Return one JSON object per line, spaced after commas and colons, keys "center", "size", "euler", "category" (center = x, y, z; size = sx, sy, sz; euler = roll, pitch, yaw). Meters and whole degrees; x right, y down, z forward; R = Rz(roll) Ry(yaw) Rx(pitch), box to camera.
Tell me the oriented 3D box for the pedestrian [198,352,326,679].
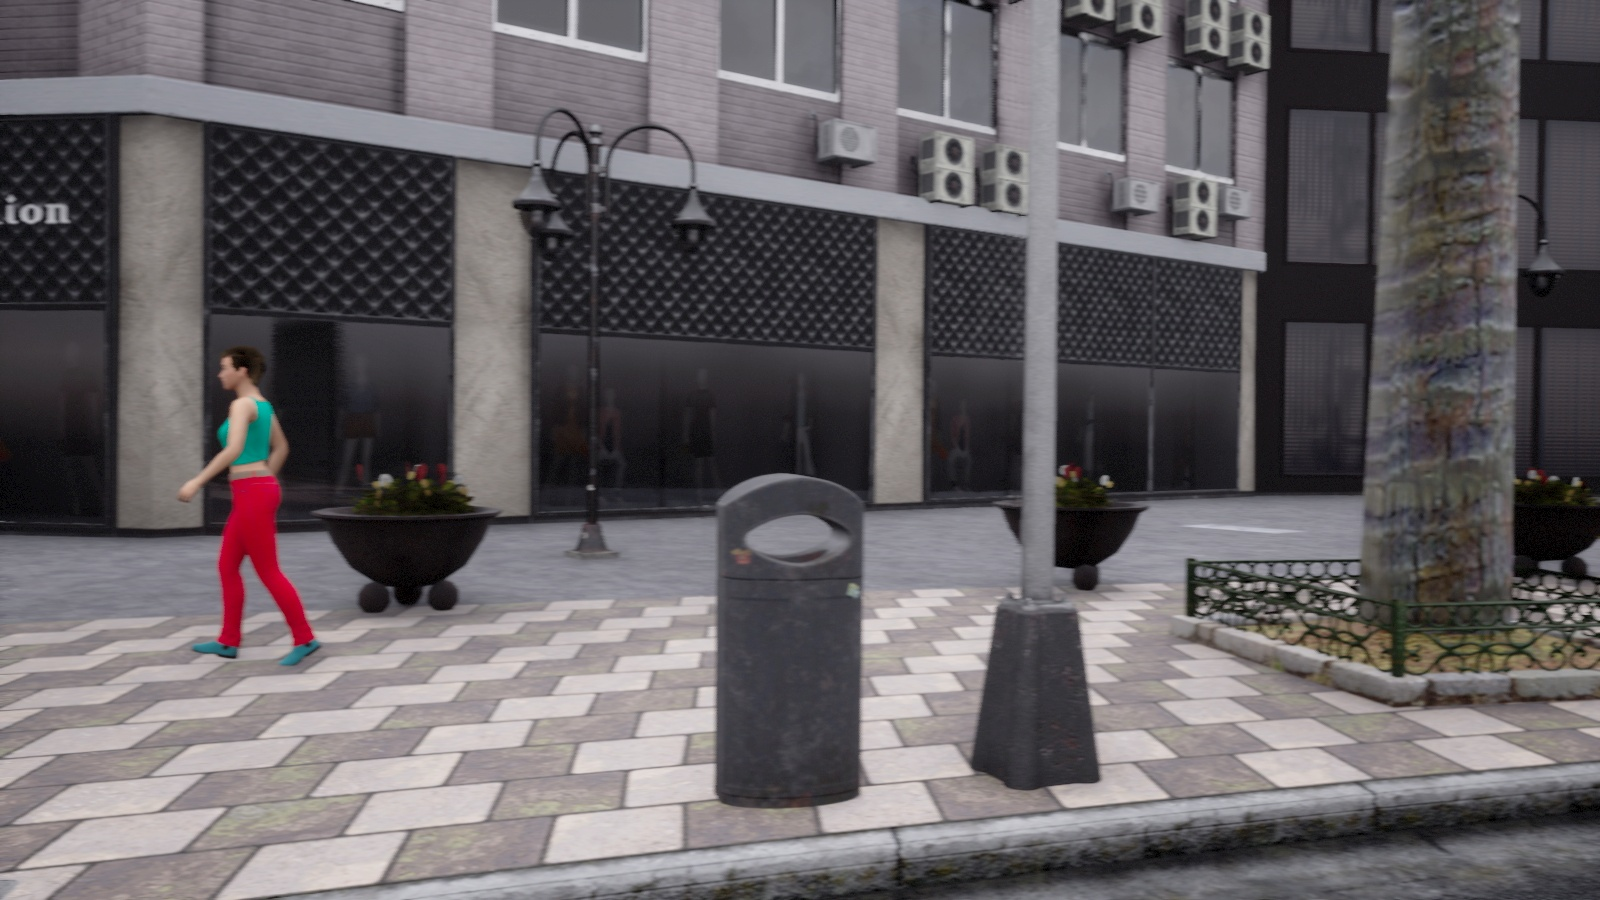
{"center": [-3.105, 0.363, 7.274], "size": [0.594, 1.836, 0.345], "euler": [-1, 1, -11], "category": "pedestrian"}
